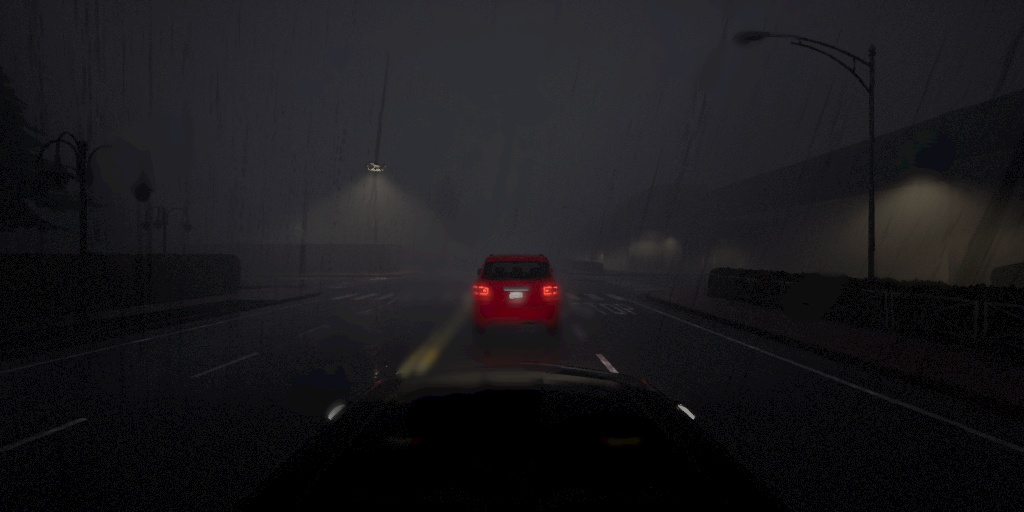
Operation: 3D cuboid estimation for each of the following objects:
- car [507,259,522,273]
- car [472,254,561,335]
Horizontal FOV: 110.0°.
[{"bbox_3d":[0.333,1.228,45.522,1.882,1.535,5.008,0,0,1],"label":"car"},{"bbox_3d":[0.116,0.971,10.664,2.150,2.045,5.566,0,0,0],"label":"car"}]
